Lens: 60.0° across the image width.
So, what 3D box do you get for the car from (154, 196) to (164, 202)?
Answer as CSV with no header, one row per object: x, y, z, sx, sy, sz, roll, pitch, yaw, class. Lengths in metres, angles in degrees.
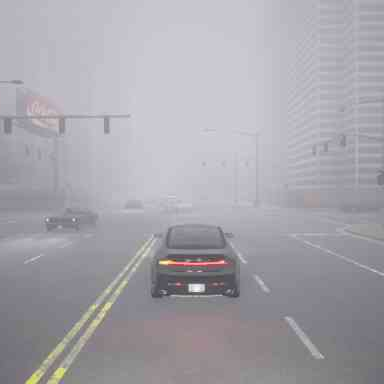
-7.504,1.595,76.302,1.895,1.301,4.718,0,0,0,car

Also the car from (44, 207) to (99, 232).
-7.229,1.601,20.401,1.895,1.301,4.718,0,0,0,car

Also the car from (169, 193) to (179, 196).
-3.954,1.222,68.277,2.150,2.045,5.566,0,0,0,car

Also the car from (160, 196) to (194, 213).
-1.517,1.525,35.888,1.812,1.442,4.674,0,0,-27,car

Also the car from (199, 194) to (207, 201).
2.912,1.355,88.755,2.097,1.767,4.553,0,0,0,car

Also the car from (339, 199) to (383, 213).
18.443,1.477,35.713,5.008,1.535,1.882,0,0,-1,car

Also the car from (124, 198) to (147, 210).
-7.377,1.564,42.573,1.994,1.385,4.181,0,0,0,car

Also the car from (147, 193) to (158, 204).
-7.471,1.491,61.210,2.128,1.511,4.902,0,0,0,car

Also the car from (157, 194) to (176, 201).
-3.918,1.526,51.755,1.812,1.442,4.674,0,0,0,car

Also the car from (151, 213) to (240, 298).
0.055,1.505,8.498,1.837,1.490,4.892,0,0,-1,car
